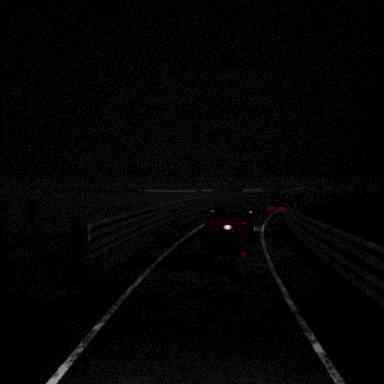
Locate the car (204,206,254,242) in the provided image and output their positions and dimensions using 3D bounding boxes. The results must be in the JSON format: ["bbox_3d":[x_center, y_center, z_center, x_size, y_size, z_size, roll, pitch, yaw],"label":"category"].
[{"bbox_3d":[1.748,1.300,14.896,1.994,1.385,4.181,1,1,10],"label":"car"}]

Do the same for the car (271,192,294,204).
[{"bbox_3d":[10.786,0.704,39.429,2.128,1.511,4.902,2,2,29],"label":"car"}]
